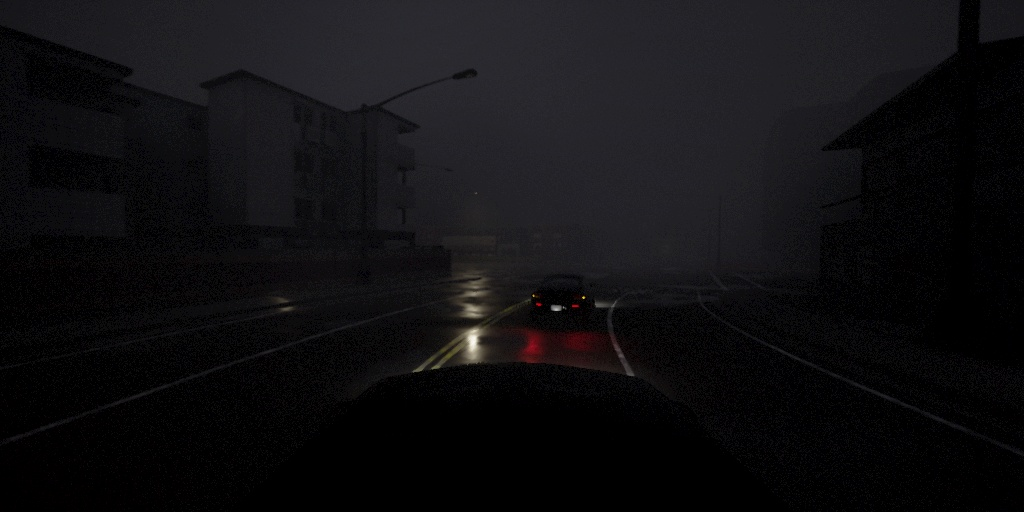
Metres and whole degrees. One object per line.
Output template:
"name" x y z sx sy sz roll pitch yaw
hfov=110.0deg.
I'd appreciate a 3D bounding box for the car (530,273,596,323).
"car" 1.831 1.296 12.293 1.812 1.442 4.674 1 0 15
